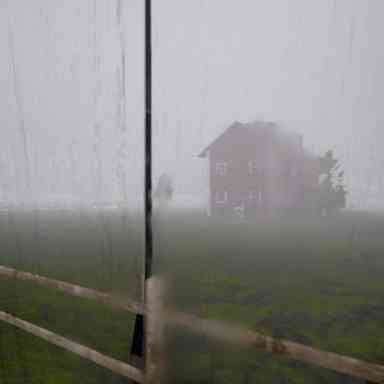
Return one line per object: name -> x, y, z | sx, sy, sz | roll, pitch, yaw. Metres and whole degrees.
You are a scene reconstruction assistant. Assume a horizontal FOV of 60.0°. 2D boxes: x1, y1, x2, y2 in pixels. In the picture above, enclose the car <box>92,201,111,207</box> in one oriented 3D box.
car -> -20.698, 2.706, 76.006 | 1.812, 1.442, 4.674 | 0, -1, 35
